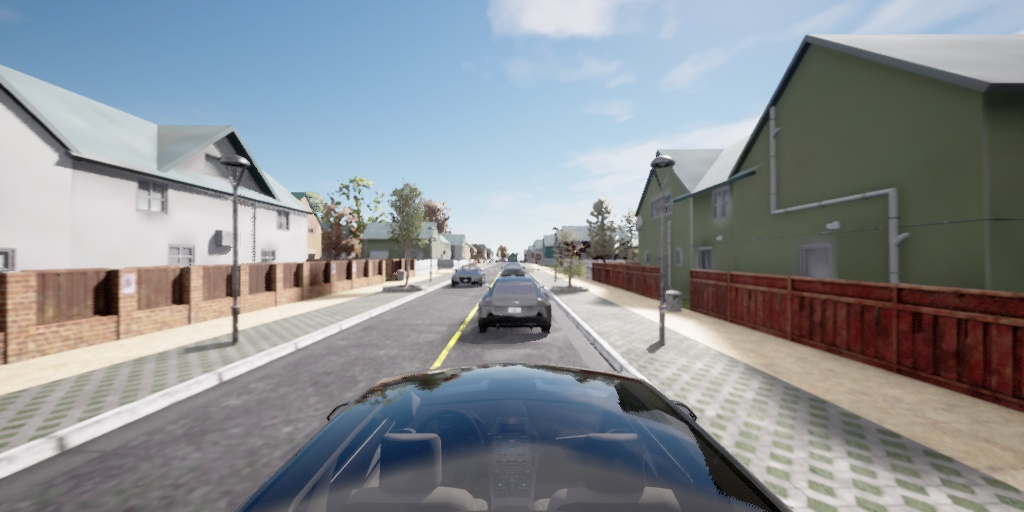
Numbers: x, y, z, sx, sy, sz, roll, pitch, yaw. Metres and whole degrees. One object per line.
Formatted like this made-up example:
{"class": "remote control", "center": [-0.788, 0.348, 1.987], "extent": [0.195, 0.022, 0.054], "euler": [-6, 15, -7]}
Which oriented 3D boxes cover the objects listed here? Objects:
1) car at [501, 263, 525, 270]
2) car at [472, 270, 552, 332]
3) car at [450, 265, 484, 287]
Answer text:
{"class": "car", "center": [0.082, 1.275, 28.208], "extent": [1.812, 1.442, 4.674], "euler": [0, 0, 0]}
{"class": "car", "center": [0.078, 1.308, 10.884], "extent": [1.994, 1.385, 4.181], "euler": [0, 0, 0]}
{"class": "car", "center": [-2.847, 1.310, 23.949], "extent": [1.994, 1.385, 4.181], "euler": [0, 0, 0]}
